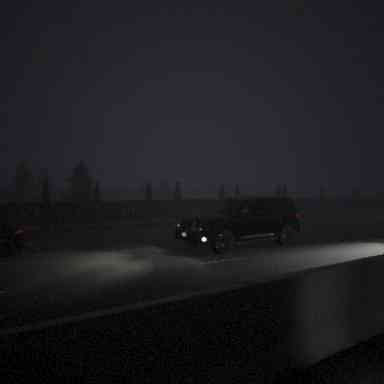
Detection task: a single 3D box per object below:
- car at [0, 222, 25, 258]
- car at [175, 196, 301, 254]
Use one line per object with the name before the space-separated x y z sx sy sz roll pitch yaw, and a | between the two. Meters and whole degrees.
car | -7.937 1.523 11.113 4.181 1.385 1.994 0 0 -36
car | 2.030 1.193 13.630 5.566 2.045 2.150 0 0 -33
